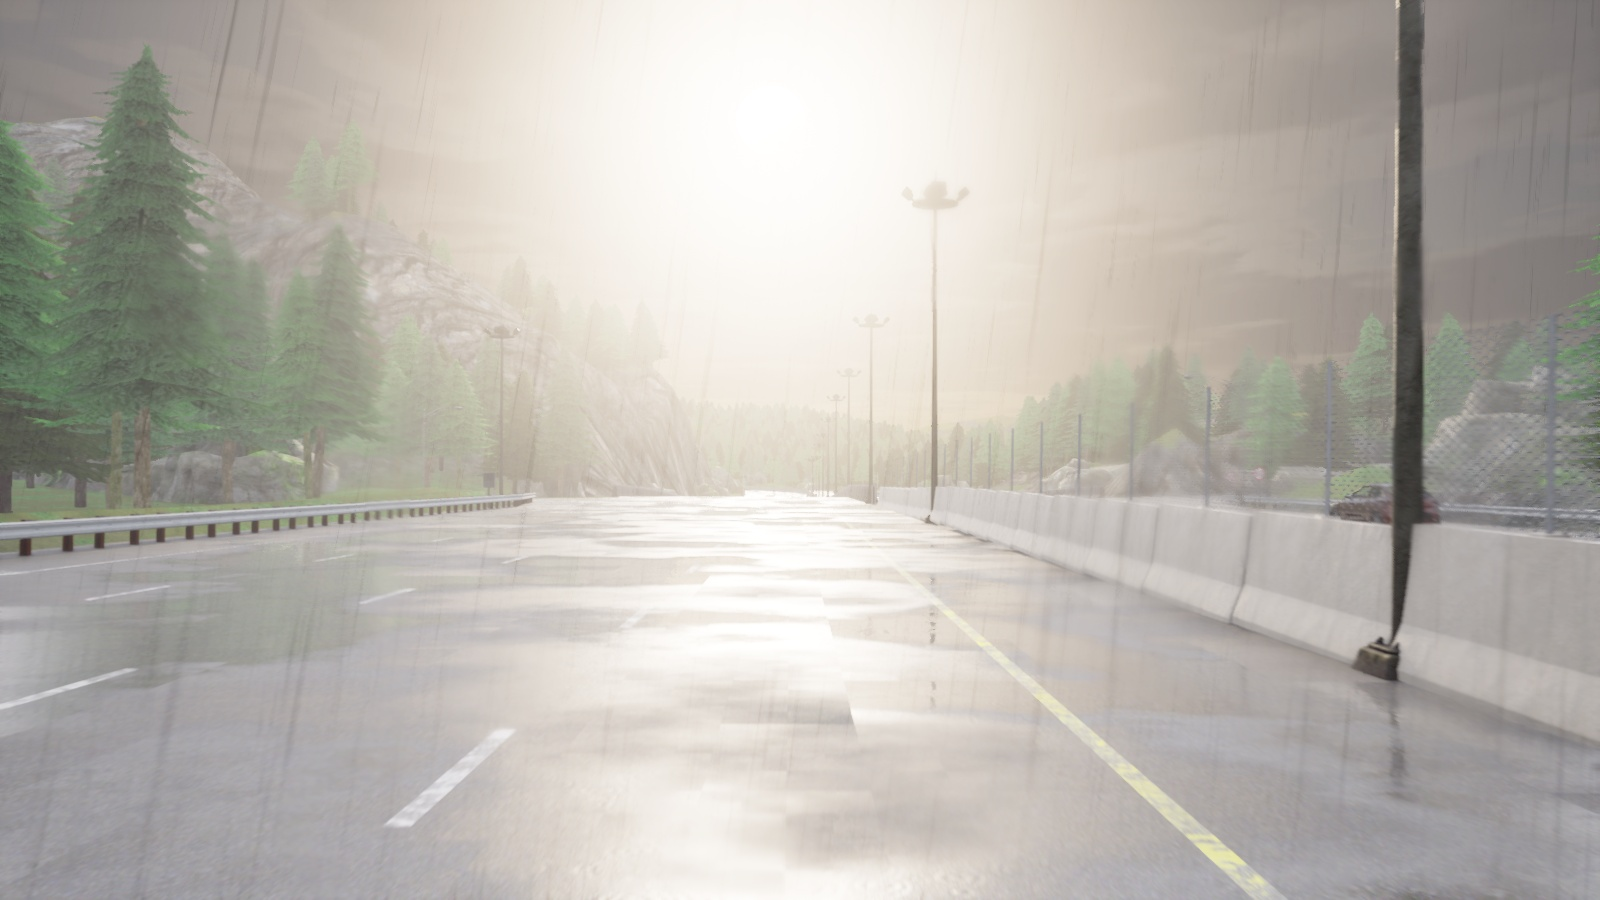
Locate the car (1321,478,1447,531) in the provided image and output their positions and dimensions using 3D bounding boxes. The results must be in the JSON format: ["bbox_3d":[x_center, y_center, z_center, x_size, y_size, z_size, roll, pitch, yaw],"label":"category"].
[{"bbox_3d":[17.410,1.591,37.654,1.816,1.474,4.193,0,-1,0],"label":"car"}]
